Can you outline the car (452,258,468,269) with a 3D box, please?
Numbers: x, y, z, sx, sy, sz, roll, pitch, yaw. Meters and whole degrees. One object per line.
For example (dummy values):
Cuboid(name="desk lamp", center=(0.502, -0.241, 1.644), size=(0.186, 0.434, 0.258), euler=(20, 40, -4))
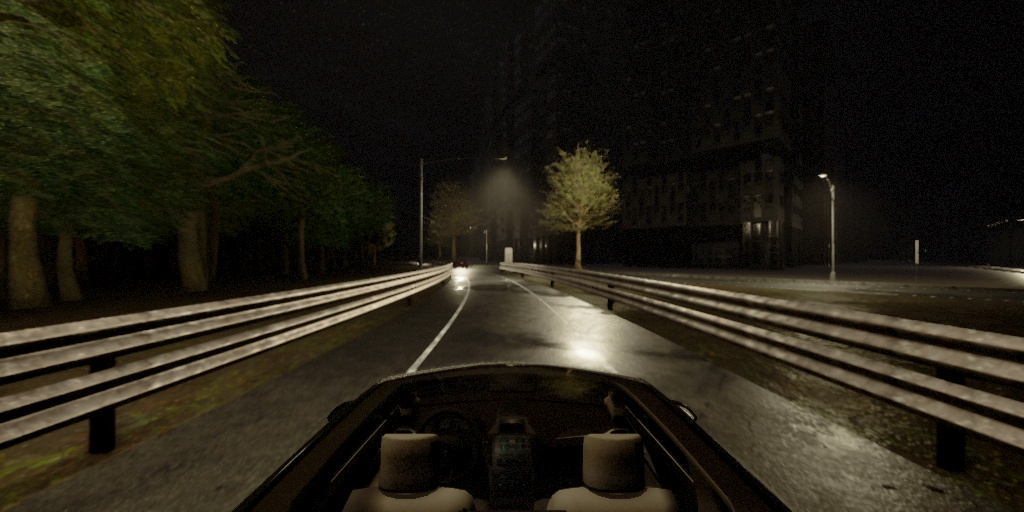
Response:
Cuboid(name="car", center=(-8.495, 1.145, 57.683), size=(2.097, 1.767, 4.553), euler=(0, 0, -20))
